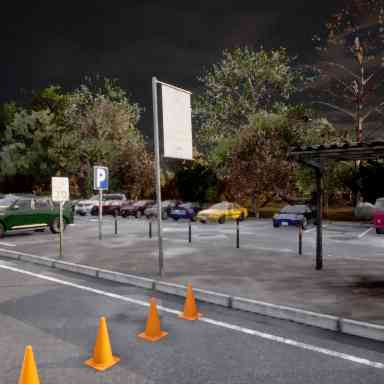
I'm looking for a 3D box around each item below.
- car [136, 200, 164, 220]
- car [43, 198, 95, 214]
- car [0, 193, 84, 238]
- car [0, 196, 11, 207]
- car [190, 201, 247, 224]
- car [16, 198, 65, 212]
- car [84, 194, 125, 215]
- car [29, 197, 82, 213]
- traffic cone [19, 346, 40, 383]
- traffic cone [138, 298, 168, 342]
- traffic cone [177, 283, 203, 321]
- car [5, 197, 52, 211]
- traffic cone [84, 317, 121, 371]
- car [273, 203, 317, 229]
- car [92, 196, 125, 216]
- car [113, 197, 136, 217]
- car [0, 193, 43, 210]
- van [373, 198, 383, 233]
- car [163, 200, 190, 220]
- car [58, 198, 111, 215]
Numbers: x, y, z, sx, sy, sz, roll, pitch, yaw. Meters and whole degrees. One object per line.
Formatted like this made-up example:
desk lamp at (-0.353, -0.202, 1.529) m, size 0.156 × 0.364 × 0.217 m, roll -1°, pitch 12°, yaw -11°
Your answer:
car at (-2.058, 1.473, 28.512) m, size 2.231 × 1.521 × 4.892 m, roll 0°, pitch 0°, yaw 35°
car at (-13.418, 1.455, 36.488) m, size 2.097 × 1.535 × 5.008 m, roll 0°, pitch 0°, yaw 35°
car at (-8.890, 1.221, 17.285) m, size 2.435 × 2.045 × 5.566 m, roll 0°, pitch 0°, yaw 35°
car at (-29.204, 1.333, 47.824) m, size 1.946 × 1.575 × 5.366 m, roll 1°, pitch 0°, yaw 35°
car at (2.372, 1.475, 25.162) m, size 1.946 × 1.575 × 5.366 m, roll 0°, pitch 0°, yaw 35°
car at (-17.970, 1.469, 39.660) m, size 2.163 × 1.488 × 4.792 m, roll 0°, pitch 0°, yaw 35°
car at (-8.889, 1.212, 33.274) m, size 2.435 × 2.045 × 5.566 m, roll 0°, pitch 0°, yaw 35°
car at (-15.580, 1.444, 38.241) m, size 1.946 × 1.575 × 5.366 m, roll 0°, pitch 0°, yaw 35°
traffic cone at (-1.758, 1.957, 3.582) m, size 0.340 × 0.580 × 0.340 m, roll 0°, pitch 0°, yaw 35°
traffic cone at (-0.607, 1.957, 5.214) m, size 0.340 × 0.580 × 0.340 m, roll 0°, pitch 0°, yaw 35°
traffic cone at (-0.032, 1.957, 6.030) m, size 0.340 × 0.580 × 0.340 m, roll 0°, pitch 0°, yaw 36°
car at (-20.213, 1.452, 41.309) m, size 2.163 × 1.488 × 4.792 m, roll 0°, pitch 0°, yaw 35°
traffic cone at (-1.182, 1.957, 4.398) m, size 0.340 × 0.580 × 0.340 m, roll 0°, pitch 0°, yaw 35°
car at (7.003, 1.513, 22.097) m, size 2.163 × 1.488 × 4.792 m, roll 0°, pitch 0°, yaw 35°
car at (-6.599, 1.466, 31.705) m, size 2.097 × 1.535 × 5.008 m, roll 0°, pitch 0°, yaw 35°
car at (-4.329, 1.469, 30.108) m, size 2.097 × 1.535 × 5.008 m, roll 0°, pitch 0°, yaw 35°
car at (-22.515, 1.153, 42.857) m, size 2.435 × 2.045 × 5.566 m, roll 0°, pitch 0°, yaw 35°
van at (11.627, 1.264, 19.023) m, size 1.878 × 1.987 × 4.442 m, roll 0°, pitch 0°, yaw 35°
car at (0.225, 1.504, 26.935) m, size 2.163 × 1.488 × 4.792 m, roll 0°, pitch 0°, yaw 35°
car at (-11.146, 1.461, 34.889) m, size 2.231 × 1.521 × 4.892 m, roll 0°, pitch 0°, yaw 35°
